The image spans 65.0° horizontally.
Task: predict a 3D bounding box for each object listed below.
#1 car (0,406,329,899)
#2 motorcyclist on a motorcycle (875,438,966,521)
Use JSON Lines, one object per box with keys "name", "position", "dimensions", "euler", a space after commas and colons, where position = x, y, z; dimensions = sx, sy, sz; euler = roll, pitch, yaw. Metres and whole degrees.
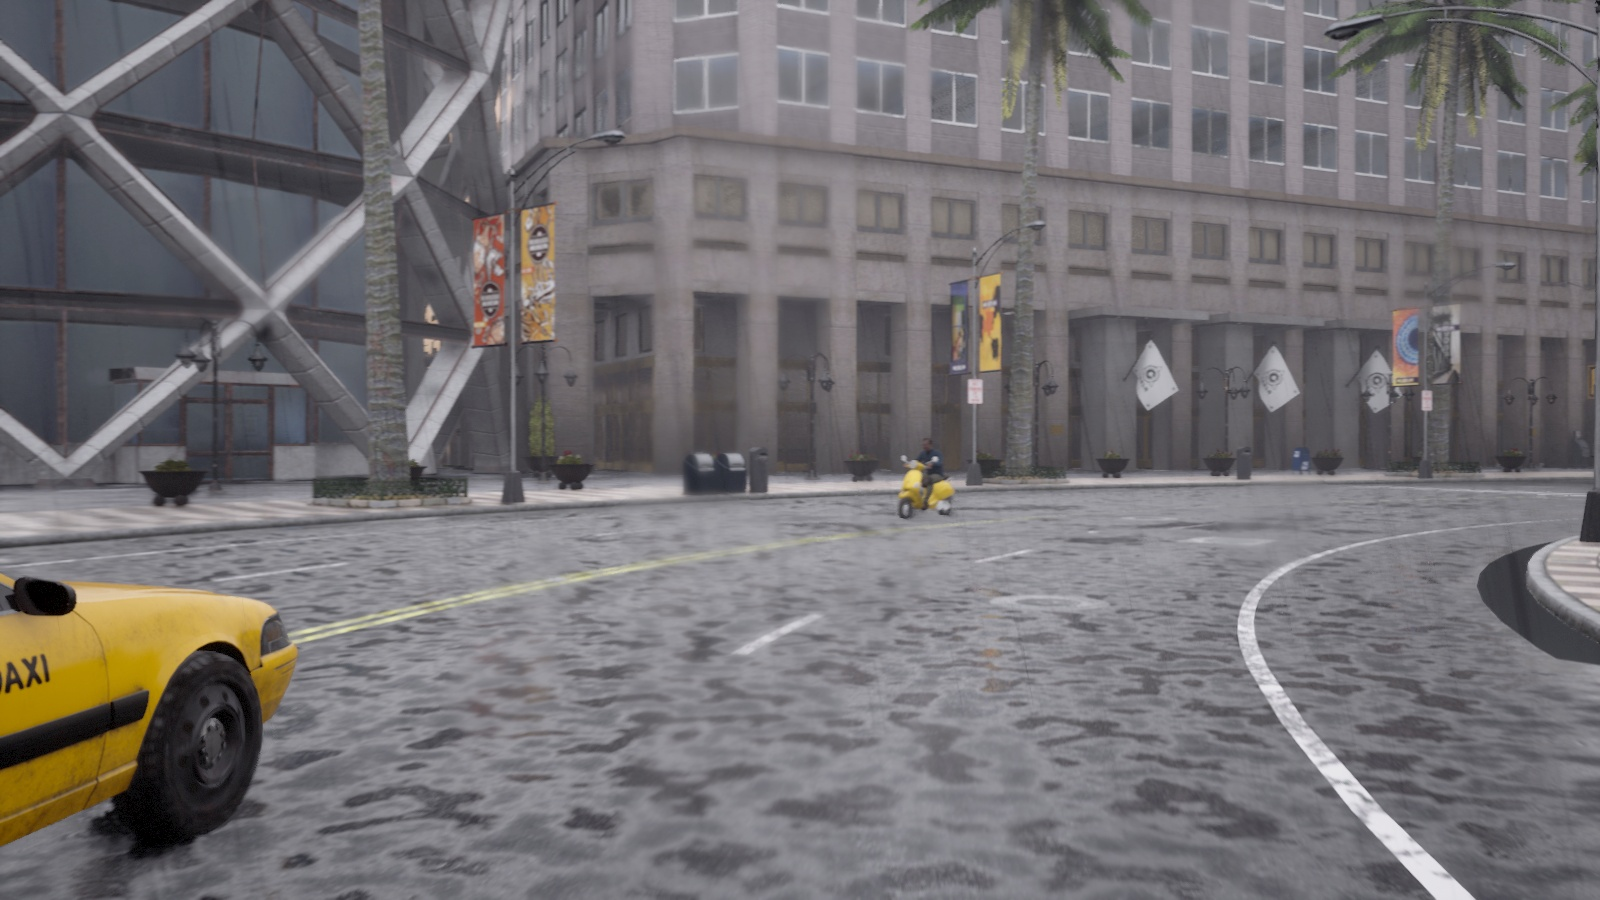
{"name": "car", "position": [-3.257, 0.662, 3.062], "dimensions": [1.801, 1.575, 5.366], "euler": [0, 0, 5]}
{"name": "motorcyclist on a motorcycle", "position": [2.415, 0.563, 24.988], "dimensions": [0.866, 1.590, 1.817], "euler": [1, 1, 42]}
